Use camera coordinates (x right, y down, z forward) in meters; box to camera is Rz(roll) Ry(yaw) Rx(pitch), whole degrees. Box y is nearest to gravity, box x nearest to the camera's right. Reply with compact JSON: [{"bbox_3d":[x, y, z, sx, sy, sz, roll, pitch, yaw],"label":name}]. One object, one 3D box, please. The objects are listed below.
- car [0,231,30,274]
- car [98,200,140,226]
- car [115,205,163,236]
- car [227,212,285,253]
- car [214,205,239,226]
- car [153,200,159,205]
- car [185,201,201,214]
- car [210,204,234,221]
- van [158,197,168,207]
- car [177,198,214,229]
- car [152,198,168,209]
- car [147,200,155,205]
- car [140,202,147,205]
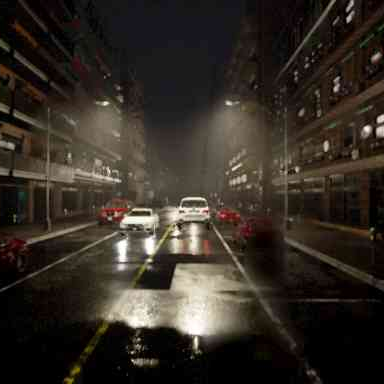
[{"bbox_3d":[-5.678,1.656,8.388,1.802,1.307,4.206,0,-1,0],"label":"car"},{"bbox_3d":[-5.659,1.544,25.459,2.192,1.841,5.009,0,-1,0],"label":"car"},{"bbox_3d":[-3.014,1.704,19.934,1.812,1.442,4.674,0,-1,1],"label":"car"},{"bbox_3d":[2.708,1.708,14.066,1.802,1.307,4.206,0,-1,0],"label":"car"},{"bbox_3d":[2.720,1.812,25.446,1.802,1.307,4.206,0,-1,0],"label":"car"},{"bbox_3d":[-5.643,1.978,42.526,1.802,1.307,4.206,0,-1,0],"label":"car"},{"bbox_3d":[0.144,1.894,41.814,1.837,1.490,4.892,0,-1,0],"label":"car"},{"bbox_3d":[2.725,1.865,31.136,1.802,1.307,4.206,0,-1,0],"label":"car"},{"bbox_3d":[-5.619,1.981,65.289,1.690,1.788,3.998,0,-1,0],"label":"van"},{"bbox_3d":[0.127,1.434,23.559,2.150,2.045,5.566,0,0,0],"label":"car"},{"bbox_3d":[-5.631,1.832,53.908,2.192,1.841,5.009,0,-1,0],"label":"car"},{"bbox_3d":[-5.649,1.904,36.838,1.947,1.339,4.313,0,-1,0],"label":"car"},{"bbox_3d":[-5.655,1.806,30.978,1.752,1.417,4.829,0,-1,0],"label":"car"}]
